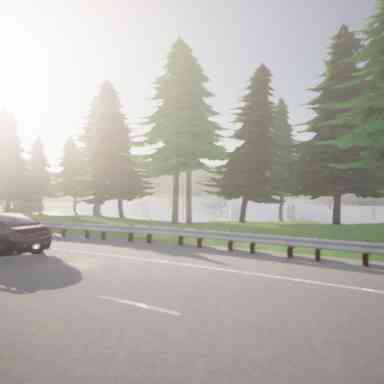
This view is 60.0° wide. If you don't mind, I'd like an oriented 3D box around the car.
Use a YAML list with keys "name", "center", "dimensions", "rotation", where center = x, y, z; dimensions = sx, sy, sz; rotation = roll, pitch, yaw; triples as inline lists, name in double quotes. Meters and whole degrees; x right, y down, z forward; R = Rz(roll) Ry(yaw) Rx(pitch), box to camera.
- name: "car"
  center: [-7.131, 1.500, 11.785]
  dimensions: [4.892, 1.490, 1.837]
  rotation: [0, 0, 28]
